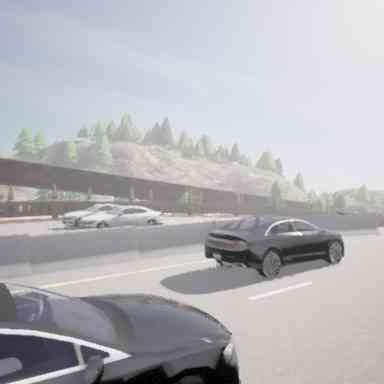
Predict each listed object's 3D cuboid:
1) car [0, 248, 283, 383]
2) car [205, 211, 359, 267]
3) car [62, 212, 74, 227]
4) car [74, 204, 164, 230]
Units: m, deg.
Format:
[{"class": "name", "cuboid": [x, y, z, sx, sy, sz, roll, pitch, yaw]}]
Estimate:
[{"class": "car", "cuboid": [-1.760, 1.493, 2.518, 4.902, 1.511, 2.128, -1, 0, -35]}, {"class": "car", "cuboid": [2.623, 1.452, 9.926, 4.902, 1.511, 2.128, 0, 0, -35]}, {"class": "car", "cuboid": [-5.834, 1.483, 21.330, 4.674, 1.442, 1.812, 0, 0, -36]}, {"class": "car", "cuboid": [-3.780, 1.483, 18.496, 4.674, 1.442, 1.812, 0, 0, -36]}]
